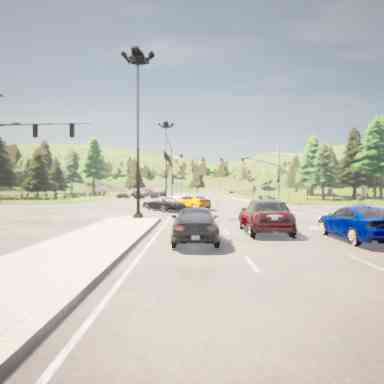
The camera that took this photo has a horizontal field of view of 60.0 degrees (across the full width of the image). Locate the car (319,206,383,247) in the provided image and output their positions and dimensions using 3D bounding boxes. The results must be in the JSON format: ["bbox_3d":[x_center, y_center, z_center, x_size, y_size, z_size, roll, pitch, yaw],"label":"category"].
[{"bbox_3d":[7.133,1.321,14.261,1.882,1.535,5.008,0,1,0],"label":"car"}]

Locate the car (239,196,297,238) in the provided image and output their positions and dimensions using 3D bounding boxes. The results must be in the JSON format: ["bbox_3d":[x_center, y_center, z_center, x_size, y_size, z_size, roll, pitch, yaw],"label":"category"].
[{"bbox_3d":[3.638,1.168,16.718,2.097,1.767,4.553,0,1,0],"label":"car"}]

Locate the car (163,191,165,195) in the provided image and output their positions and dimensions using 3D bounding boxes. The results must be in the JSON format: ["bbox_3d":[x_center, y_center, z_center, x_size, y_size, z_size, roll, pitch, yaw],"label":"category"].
[{"bbox_3d":[-7.802,0.523,87.143,1.882,1.535,5.008,0,1,0],"label":"car"}]

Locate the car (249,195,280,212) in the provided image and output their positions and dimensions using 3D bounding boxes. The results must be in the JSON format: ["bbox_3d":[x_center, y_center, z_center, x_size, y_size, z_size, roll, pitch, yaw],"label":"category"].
[{"bbox_3d":[7.175,1.124,33.496,2.128,1.511,4.902,0,1,0],"label":"car"}]

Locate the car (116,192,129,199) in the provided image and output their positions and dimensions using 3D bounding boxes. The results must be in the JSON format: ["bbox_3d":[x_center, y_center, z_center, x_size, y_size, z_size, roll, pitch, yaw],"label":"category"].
[{"bbox_3d":[-14.843,0.772,71.194,1.994,1.385,4.181,0,1,0],"label":"car"}]

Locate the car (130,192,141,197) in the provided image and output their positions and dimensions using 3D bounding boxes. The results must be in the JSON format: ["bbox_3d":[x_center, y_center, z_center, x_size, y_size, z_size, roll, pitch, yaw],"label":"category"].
[{"bbox_3d":[-14.798,0.591,87.529,1.994,1.385,4.181,0,1,0],"label":"car"}]

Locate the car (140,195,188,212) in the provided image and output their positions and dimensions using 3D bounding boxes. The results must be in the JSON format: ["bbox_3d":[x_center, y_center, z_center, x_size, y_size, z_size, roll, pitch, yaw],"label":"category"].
[{"bbox_3d":[-2.846,1.243,32.557,1.895,1.301,4.718,0,1,-40],"label":"car"}]

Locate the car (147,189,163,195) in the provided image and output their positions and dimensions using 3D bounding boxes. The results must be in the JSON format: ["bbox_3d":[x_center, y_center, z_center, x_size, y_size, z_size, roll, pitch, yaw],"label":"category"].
[{"bbox_3d":[-7.844,0.725,70.678,1.837,1.490,4.892,0,1,0],"label":"car"}]

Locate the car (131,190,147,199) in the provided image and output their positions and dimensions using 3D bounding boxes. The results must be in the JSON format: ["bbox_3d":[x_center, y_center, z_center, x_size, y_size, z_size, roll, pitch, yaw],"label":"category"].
[{"bbox_3d":[-11.343,0.772,71.181,1.994,1.385,4.181,0,1,0],"label":"car"}]

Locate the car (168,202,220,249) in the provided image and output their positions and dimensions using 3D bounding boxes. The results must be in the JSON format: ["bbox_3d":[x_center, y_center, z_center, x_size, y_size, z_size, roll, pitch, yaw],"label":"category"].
[{"bbox_3d":[0.128,1.374,13.698,1.812,1.442,4.674,0,1,0],"label":"car"}]

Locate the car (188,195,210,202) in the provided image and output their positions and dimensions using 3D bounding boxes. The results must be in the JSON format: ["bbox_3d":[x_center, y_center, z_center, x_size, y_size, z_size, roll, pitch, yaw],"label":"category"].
[{"bbox_3d":[-0.170,1.088,35.503,1.882,1.535,5.008,1,0,-41],"label":"car"}]
